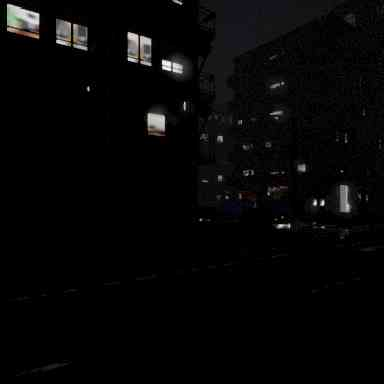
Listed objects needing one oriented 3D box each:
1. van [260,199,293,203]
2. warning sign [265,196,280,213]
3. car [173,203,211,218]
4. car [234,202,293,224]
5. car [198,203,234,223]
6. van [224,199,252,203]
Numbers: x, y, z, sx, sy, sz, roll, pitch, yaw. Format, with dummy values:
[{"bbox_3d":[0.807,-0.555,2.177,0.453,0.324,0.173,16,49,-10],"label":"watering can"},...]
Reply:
[{"bbox_3d":[8.479,1.603,33.564,1.690,1.788,3.998,-1,0,-36],"label":"van"},{"bbox_3d":[8.967,1.400,36.953,1.300,1.860,1.060,1,0,-36],"label":"warning sign"},{"bbox_3d":[-0.052,1.933,35.412,1.994,1.385,4.181,0,-1,-37],"label":"car"},{"bbox_3d":[5.844,1.802,27.392,1.994,1.385,4.181,0,-1,-36],"label":"car"},{"bbox_3d":[1.744,1.875,28.641,1.802,1.307,4.206,-1,0,-36],"label":"car"},{"bbox_3d":[5.160,1.676,38.077,1.690,1.788,3.998,-1,0,-36],"label":"van"}]
